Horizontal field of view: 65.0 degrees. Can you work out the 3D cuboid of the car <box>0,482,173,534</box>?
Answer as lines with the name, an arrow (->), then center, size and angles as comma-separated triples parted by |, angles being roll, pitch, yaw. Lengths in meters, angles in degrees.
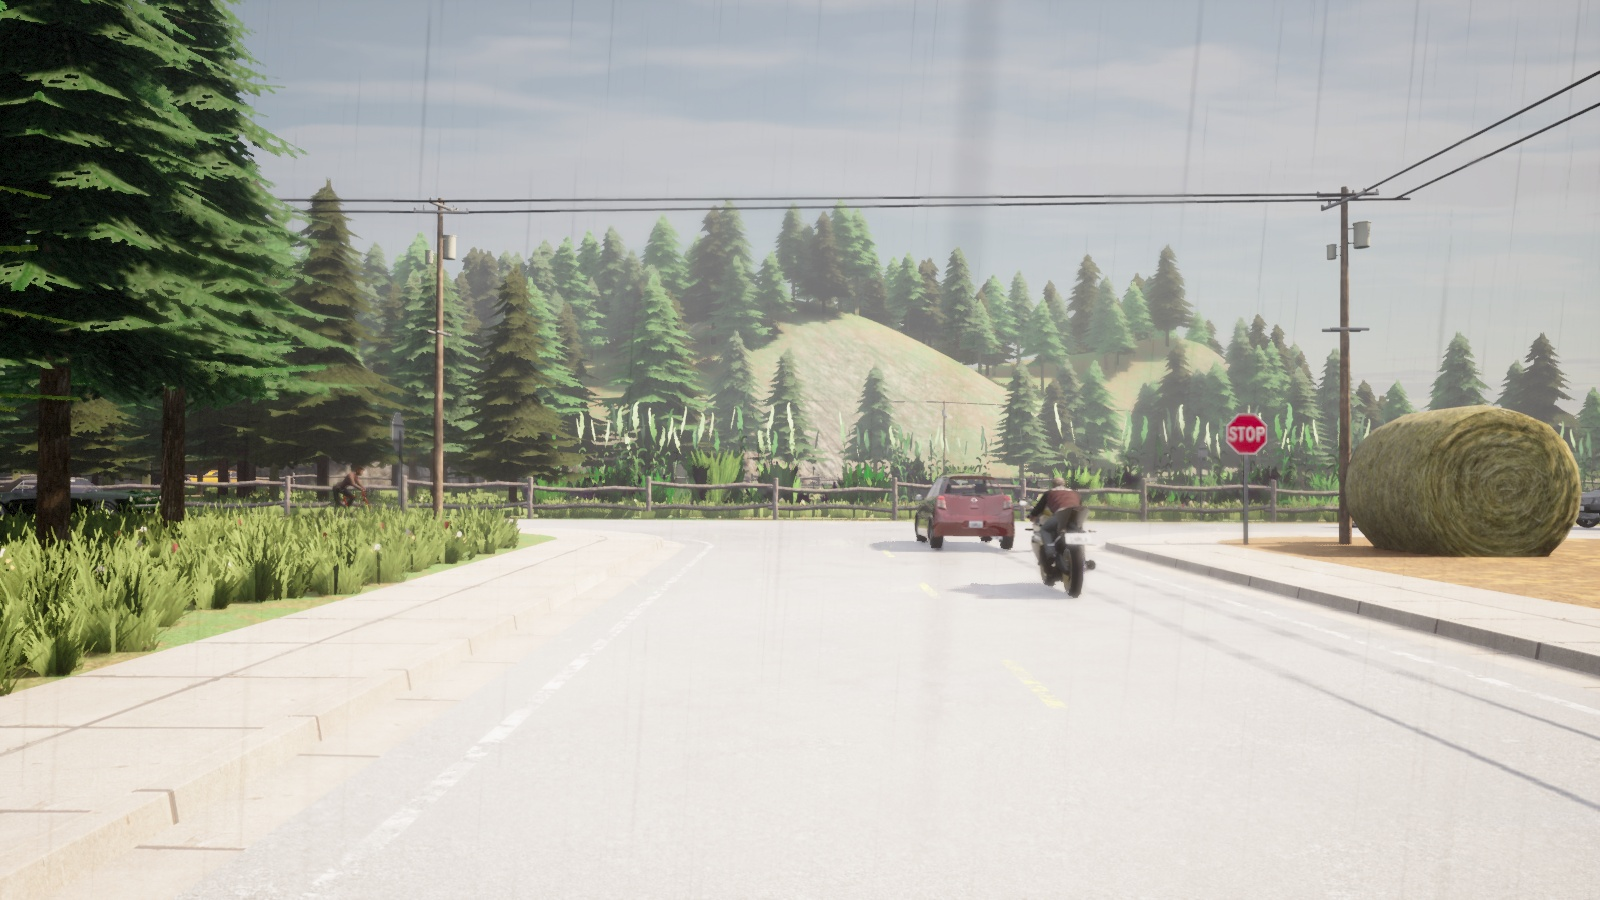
car -> -19.468, 1.516, 33.320 | 4.718, 1.301, 1.895 | 0, -1, 2

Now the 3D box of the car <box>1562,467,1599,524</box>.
car -> 23.568, 1.248, 34.871 | 3.705, 1.549, 1.789 | 0, -1, 3

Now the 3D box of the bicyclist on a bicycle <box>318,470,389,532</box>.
bicyclist on a bicycle -> -11.723, 1.332, 32.986 | 1.656, 1.620, 0.582 | 0, -1, 3

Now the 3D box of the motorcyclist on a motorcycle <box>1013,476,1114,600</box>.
motorcyclist on a motorcycle -> 3.455, 1.115, 16.689 | 0.866, 1.530, 2.191 | 0, -1, 0

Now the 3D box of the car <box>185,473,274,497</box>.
car -> -38.157, 2.314, 84.074 | 5.366, 1.575, 1.801 | 0, -1, -23

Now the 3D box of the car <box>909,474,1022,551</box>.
car -> 3.404, 1.257, 26.437 | 1.845, 1.501, 3.633 | 0, -1, -1
